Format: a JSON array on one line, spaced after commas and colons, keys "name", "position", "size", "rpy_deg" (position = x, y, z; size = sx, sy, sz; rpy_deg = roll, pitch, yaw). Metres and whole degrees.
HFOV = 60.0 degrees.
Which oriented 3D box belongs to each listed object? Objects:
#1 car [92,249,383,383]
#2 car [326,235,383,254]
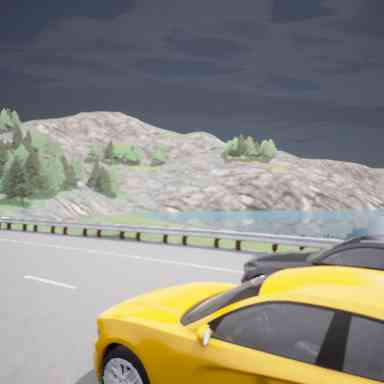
[{"name": "car", "position": [1.180, 1.470, 3.047], "size": [5.008, 1.535, 1.882], "rpy_deg": [0, 0, 35]}, {"name": "car", "position": [3.144, 1.510, 5.917], "size": [4.674, 1.442, 1.812], "rpy_deg": [0, 0, 35]}]
